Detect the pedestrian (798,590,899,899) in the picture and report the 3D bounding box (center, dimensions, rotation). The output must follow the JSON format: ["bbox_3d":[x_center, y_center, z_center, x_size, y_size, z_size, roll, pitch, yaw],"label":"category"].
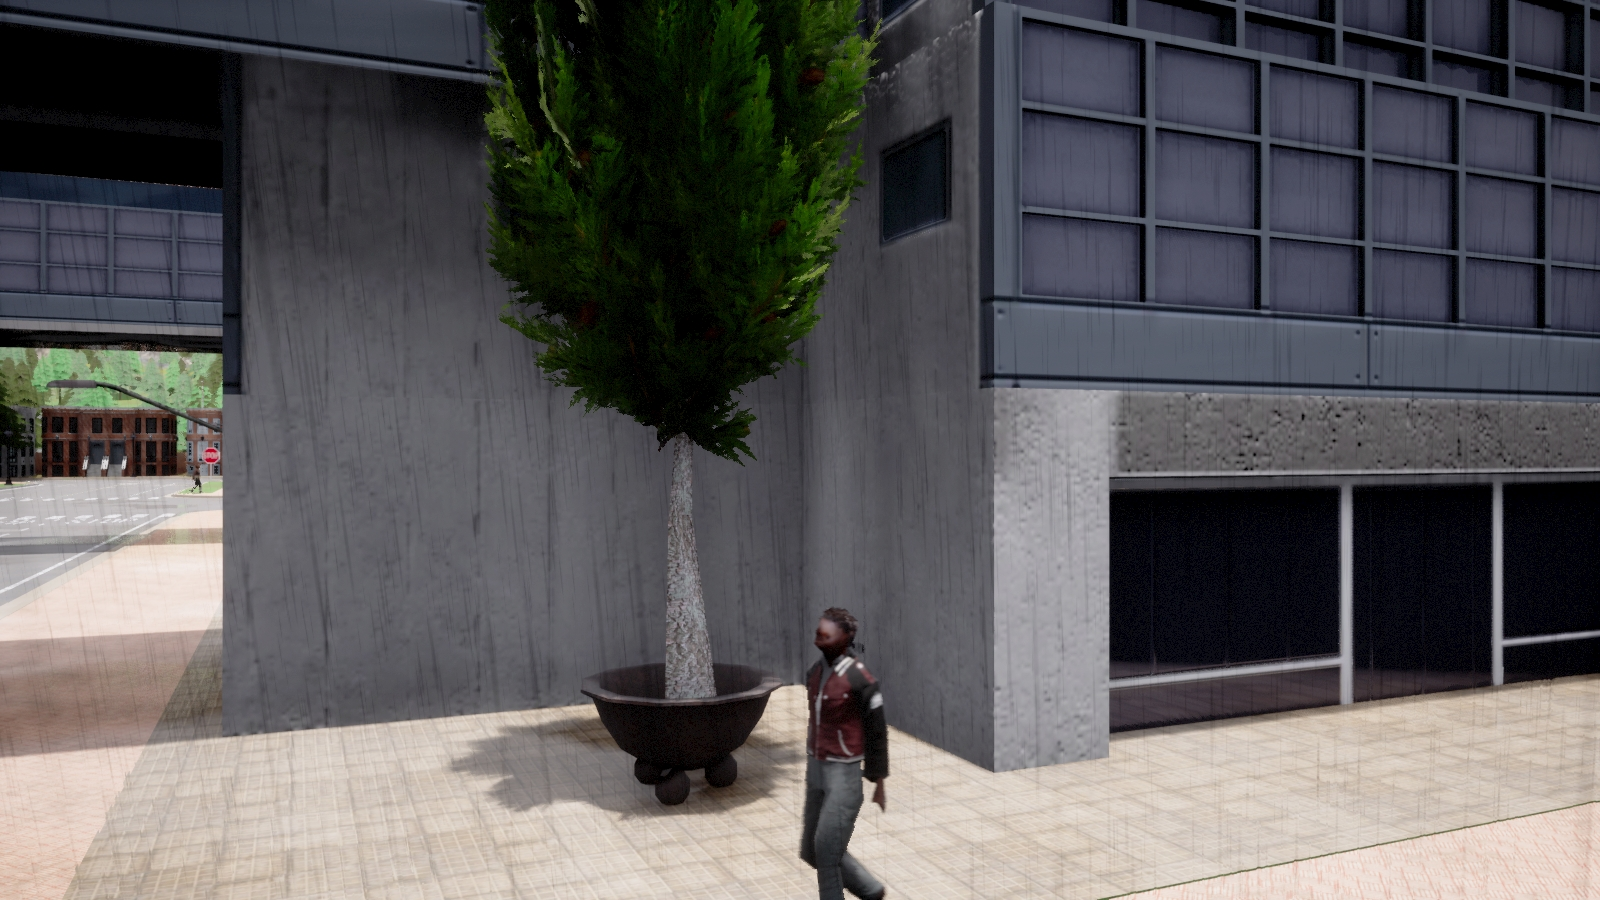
[{"bbox_3d":[0.253,1.698,5.989,0.375,1.860,0.375,0,0,-40],"label":"pedestrian"}]

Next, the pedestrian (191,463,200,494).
[{"bbox_3d":[-35.882,1.684,67.824,0.375,1.860,0.375,0,0,-16],"label":"pedestrian"}]

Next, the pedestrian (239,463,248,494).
[{"bbox_3d":[-33.445,1.701,68.722,0.375,1.860,0.375,0,0,42],"label":"pedestrian"}]
